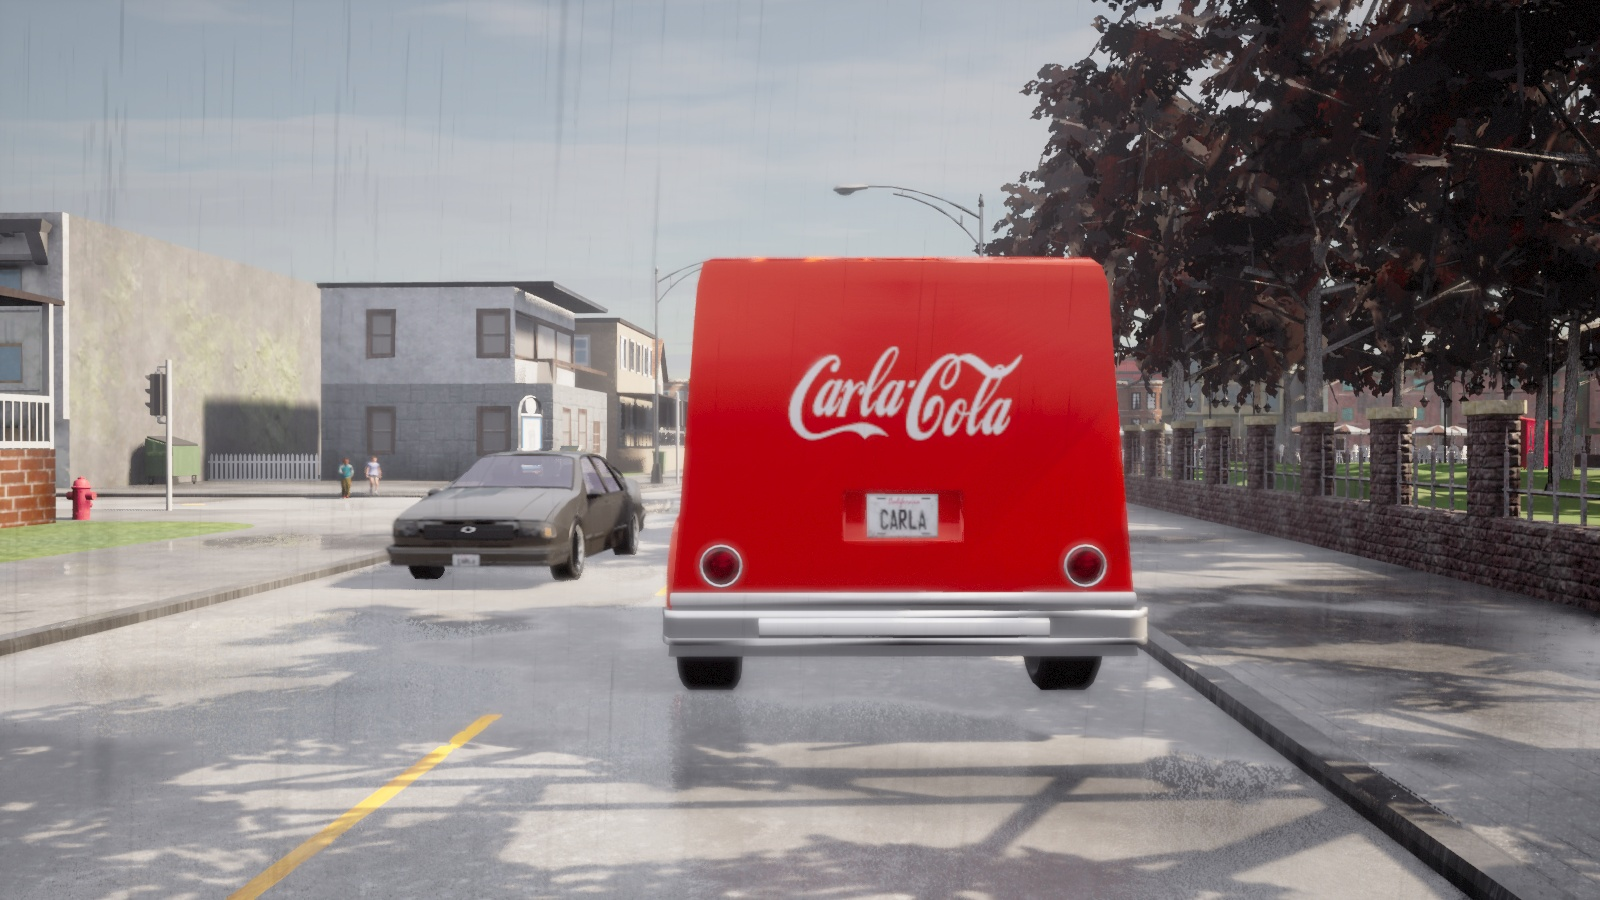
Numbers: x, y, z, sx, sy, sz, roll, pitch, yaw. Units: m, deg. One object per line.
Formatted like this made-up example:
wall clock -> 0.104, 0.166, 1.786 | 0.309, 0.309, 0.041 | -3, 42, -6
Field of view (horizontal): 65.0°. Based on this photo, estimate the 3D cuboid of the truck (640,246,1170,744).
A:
truck -> 0.519, 0.210, 8.828 | 2.627, 2.467, 5.204 | 0, 0, 0

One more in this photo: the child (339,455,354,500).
child -> -12.068, 0.723, 33.404 | 0.343, 1.192, 0.448 | 0, 0, -24

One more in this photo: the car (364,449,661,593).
car -> -3.187, 0.705, 15.261 | 2.033, 1.411, 5.357 | 0, 0, 4

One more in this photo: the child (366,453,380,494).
child -> -11.691, 0.630, 34.396 | 0.255, 1.110, 0.394 | 0, 0, -34
